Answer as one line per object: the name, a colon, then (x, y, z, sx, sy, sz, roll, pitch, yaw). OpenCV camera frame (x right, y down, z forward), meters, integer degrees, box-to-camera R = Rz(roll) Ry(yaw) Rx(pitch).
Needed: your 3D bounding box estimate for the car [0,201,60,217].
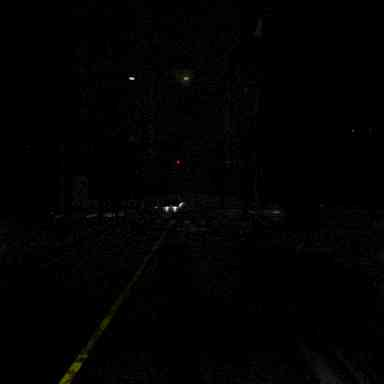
car: (-15.014, 1.594, 30.289, 4.718, 1.301, 1.895, 0, 0, -2)

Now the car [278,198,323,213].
car: (12.208, 1.569, 36.870, 4.181, 1.385, 1.994, 0, 0, 0)

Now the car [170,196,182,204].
car: (-3.036, 1.470, 63.337, 1.882, 1.535, 5.008, 0, 0, 0)

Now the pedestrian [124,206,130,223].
pedestrian: (-4.700, 1.571, 24.206, 0.375, 1.300, 0.375, 0, 0, 0)

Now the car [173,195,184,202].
car: (-2.992, 1.517, 74.946, 2.128, 1.511, 4.902, 0, 0, 0)

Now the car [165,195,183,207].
car: (-3.036, 1.541, 52.979, 2.033, 1.411, 5.357, 0, 0, 4)

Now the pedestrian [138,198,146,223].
pedestrian: (-3.492, 1.291, 23.605, 0.375, 1.860, 0.375, 0, 0, 0)

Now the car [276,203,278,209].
car: (12.648, 1.491, 40.119, 4.902, 1.511, 2.128, 0, 0, 0)

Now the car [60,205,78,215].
car: (-14.075, 1.588, 33.544, 4.718, 1.301, 1.895, 0, 0, 0)

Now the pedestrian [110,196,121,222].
pedestrian: (-5.301, 1.139, 23.006, 0.375, 1.860, 0.375, 0, 0, 0)

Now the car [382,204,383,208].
car: (25.690, 1.617, 40.061, 4.718, 1.301, 1.895, 0, 0, 0)
